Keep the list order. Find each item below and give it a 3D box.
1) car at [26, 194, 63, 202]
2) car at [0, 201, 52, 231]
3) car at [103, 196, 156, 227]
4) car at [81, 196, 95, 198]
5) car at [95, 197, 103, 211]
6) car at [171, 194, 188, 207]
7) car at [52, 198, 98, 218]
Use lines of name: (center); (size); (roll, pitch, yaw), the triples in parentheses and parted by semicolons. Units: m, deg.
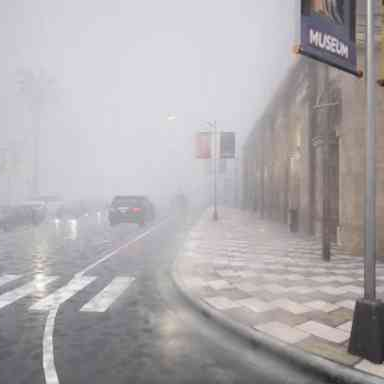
car: (-13.953, 1.221, 31.187); (2.150, 2.045, 5.566); (0, 0, 4)
car: (-11.189, 1.547, 20.780); (2.033, 1.411, 5.357); (0, 0, 4)
car: (-3.943, 1.263, 22.664); (2.150, 2.045, 5.566); (0, 0, 4)
car: (-13.140, 1.351, 41.480); (2.097, 1.767, 4.553); (0, 0, 5)
car: (-9.741, 1.525, 40.043); (1.812, 1.442, 4.674); (0, 0, 5)
car: (-1.823, 1.269, 50.410); (2.150, 2.045, 5.566); (0, 0, 5)
car: (-10.515, 1.525, 30.184); (1.812, 1.442, 4.674); (0, 0, 5)
